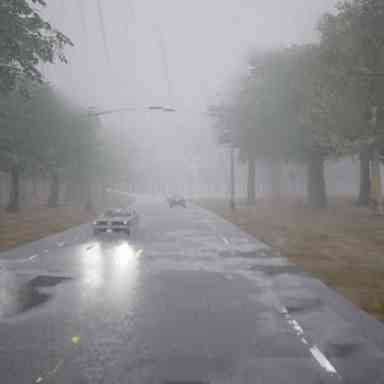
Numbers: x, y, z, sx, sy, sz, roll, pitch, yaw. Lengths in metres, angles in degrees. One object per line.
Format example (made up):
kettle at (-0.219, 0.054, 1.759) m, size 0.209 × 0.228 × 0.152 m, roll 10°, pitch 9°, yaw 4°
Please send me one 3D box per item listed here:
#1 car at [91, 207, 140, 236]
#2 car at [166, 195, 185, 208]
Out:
car at (-3.985, 1.528, 17.989) m, size 1.895 × 1.301 × 4.718 m, roll 0°, pitch 0°, yaw -2°
car at (-2.052, 1.117, 44.903) m, size 2.097 × 1.767 × 4.553 m, roll 0°, pitch 0°, yaw -5°
